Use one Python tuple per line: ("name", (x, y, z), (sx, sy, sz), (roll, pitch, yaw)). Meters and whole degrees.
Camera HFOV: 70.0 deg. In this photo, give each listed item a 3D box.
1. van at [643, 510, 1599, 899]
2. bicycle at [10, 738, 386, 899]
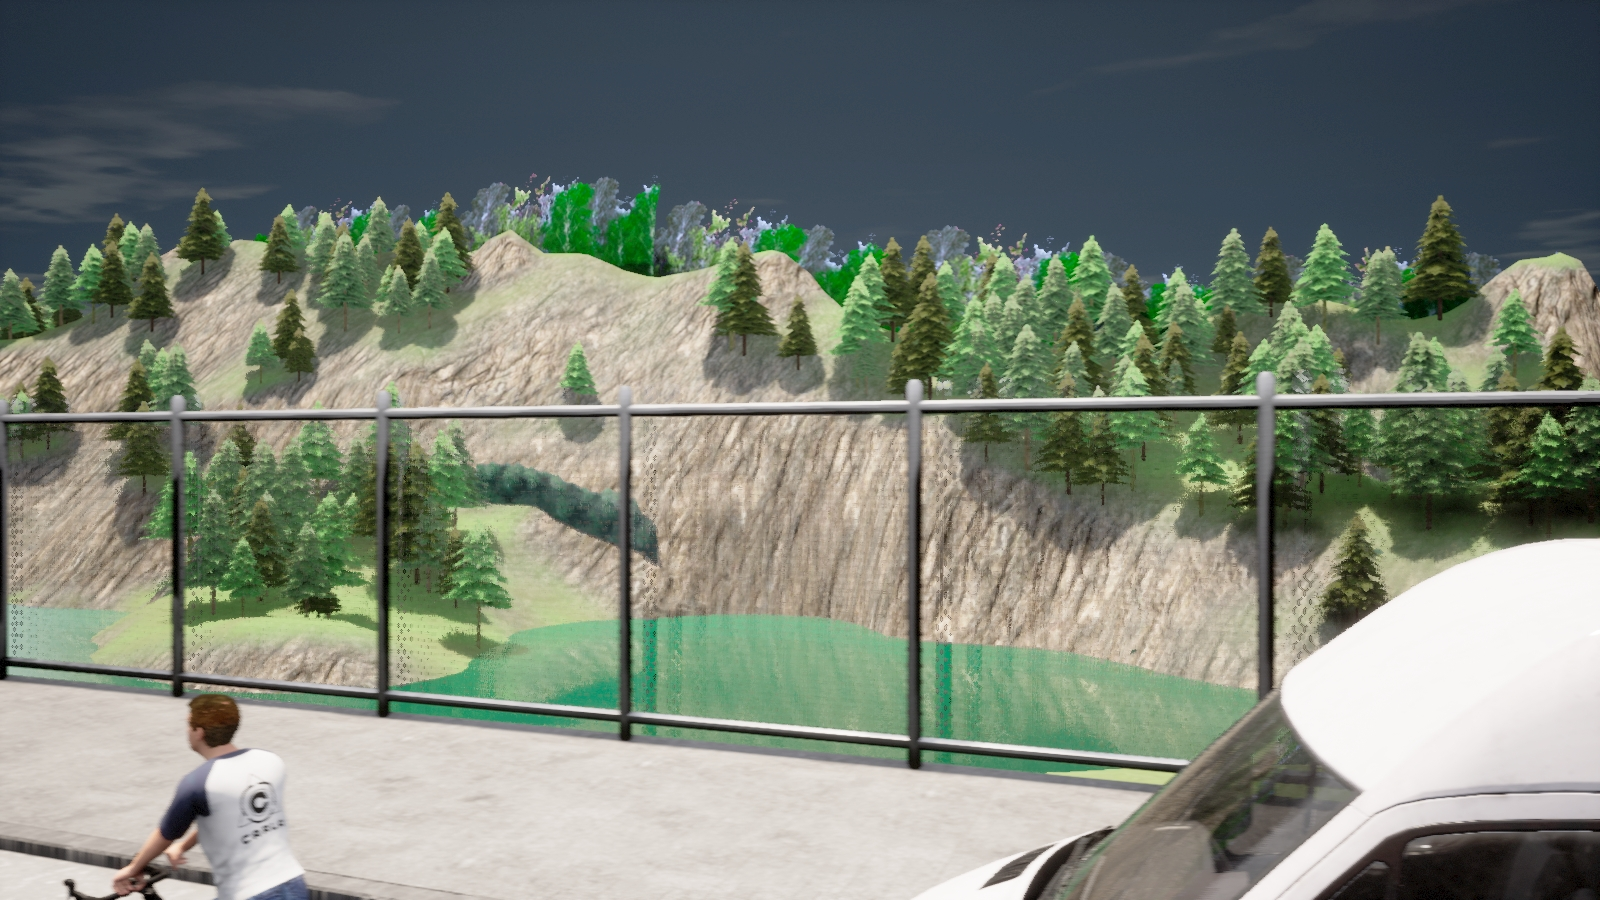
("van", (2.718, 1.535, 2.846), (5.915, 2.561, 1.988), (0, 0, 20))
("bicycle", (-2.514, 2.056, 4.741), (1.643, 1.496, 0.373), (0, 0, 20))
